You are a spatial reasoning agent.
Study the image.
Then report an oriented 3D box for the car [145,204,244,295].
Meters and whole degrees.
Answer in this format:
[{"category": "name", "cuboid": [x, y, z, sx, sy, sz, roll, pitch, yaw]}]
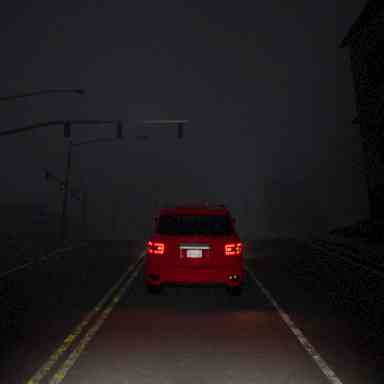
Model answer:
[{"category": "car", "cuboid": [0.080, 1.347, 9.242, 2.150, 2.045, 5.566, 1, -1, 1]}]
